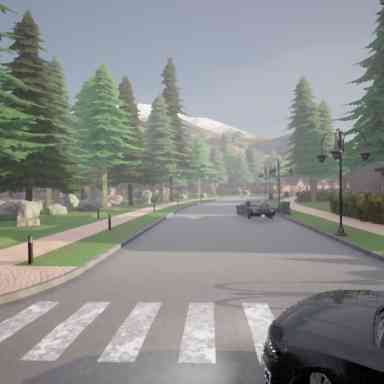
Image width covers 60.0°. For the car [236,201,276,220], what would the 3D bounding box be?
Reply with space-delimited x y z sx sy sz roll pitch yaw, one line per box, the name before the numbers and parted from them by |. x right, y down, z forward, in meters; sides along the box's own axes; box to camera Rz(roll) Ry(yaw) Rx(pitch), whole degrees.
car | 4.716 1.322 25.435 1.895 1.301 4.718 -1 1 -6

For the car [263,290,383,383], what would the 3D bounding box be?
car | 2.895 1.504 2.551 4.892 1.490 1.837 0 6 43
